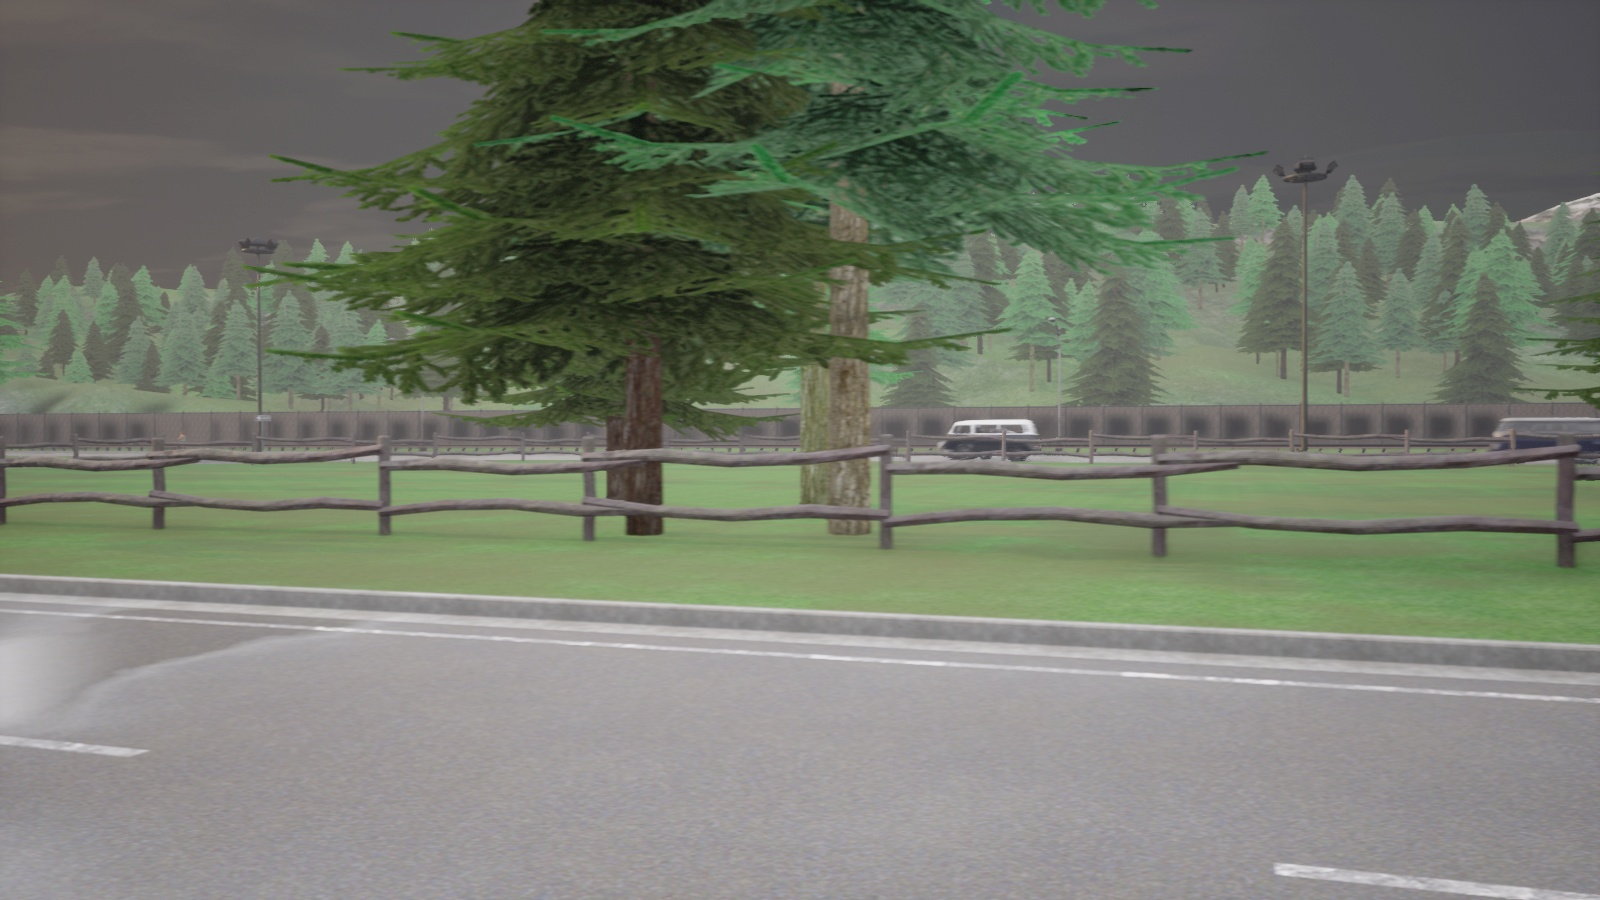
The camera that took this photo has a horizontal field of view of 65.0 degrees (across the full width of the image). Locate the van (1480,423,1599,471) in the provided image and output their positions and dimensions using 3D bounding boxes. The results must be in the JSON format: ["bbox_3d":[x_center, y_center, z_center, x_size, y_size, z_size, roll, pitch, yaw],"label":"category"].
[{"bbox_3d":[31.517,-0.155,53.296,4.442,1.987,1.775,1,1,18],"label":"van"}]

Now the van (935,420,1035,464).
[{"bbox_3d":[8.988,-0.388,60.795,4.480,2.038,2.069,1,1,18],"label":"van"}]
